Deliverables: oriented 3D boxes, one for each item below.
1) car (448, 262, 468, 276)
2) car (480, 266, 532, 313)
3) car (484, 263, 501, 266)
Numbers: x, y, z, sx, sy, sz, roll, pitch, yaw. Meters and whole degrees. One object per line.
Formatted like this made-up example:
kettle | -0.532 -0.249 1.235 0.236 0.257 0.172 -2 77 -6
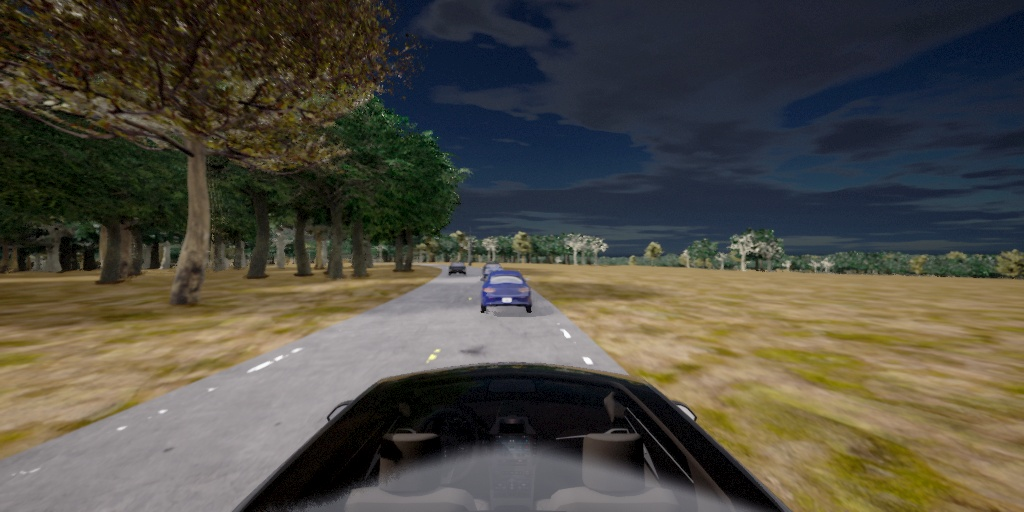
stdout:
car | -5.629 1.324 37.180 2.033 1.411 5.357 0 0 -8
car | -0.267 1.278 14.031 1.812 1.442 4.674 0 0 -3
car | -1.754 1.310 32.103 2.033 1.411 5.357 0 0 -7
